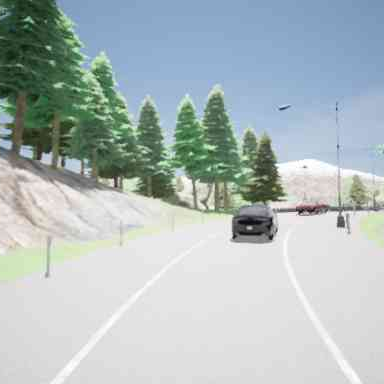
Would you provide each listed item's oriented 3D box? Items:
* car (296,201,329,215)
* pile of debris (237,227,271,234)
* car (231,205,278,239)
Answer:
[{"bbox_3d":[11.879,1.517,32.523,1.895,1.301,4.718,-3,-3,38],"label":"car"},{"bbox_3d":[3.408,2.083,18.046,1.500,0.140,1.860,-1,0,21],"label":"pile of debris"},{"bbox_3d":[3.257,1.383,16.775,1.882,1.535,5.008,-1,0,18],"label":"car"}]
